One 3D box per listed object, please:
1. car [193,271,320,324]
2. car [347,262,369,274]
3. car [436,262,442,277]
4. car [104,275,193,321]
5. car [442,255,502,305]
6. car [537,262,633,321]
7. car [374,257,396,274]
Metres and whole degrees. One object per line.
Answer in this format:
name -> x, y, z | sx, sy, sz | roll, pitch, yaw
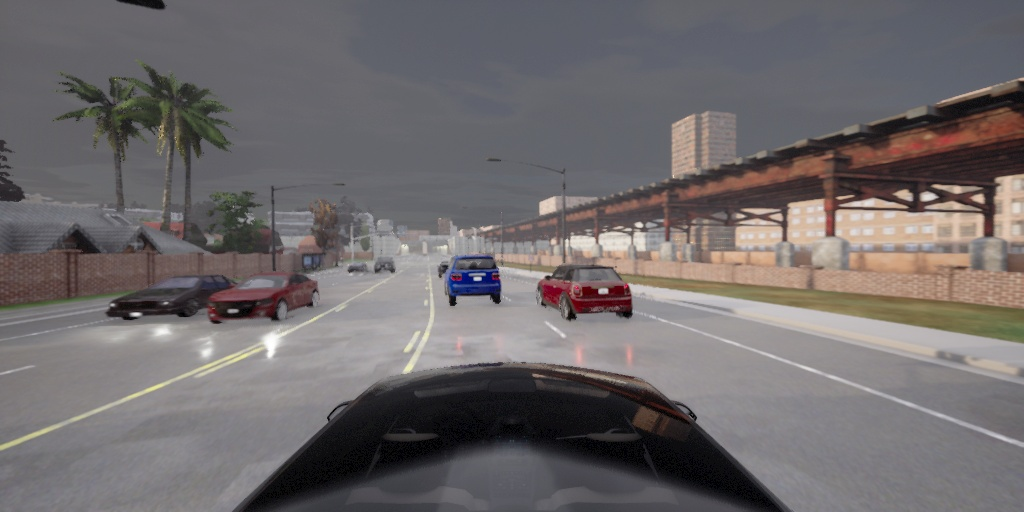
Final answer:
car -> -8.521, 1.322, 12.788 | 1.882, 1.535, 5.008 | -1, 0, -11
car -> -19.804, 1.505, 46.384 | 2.033, 1.411, 5.357 | -1, 0, -13
car -> -6.500, 1.313, 36.264 | 1.837, 1.490, 4.892 | -1, 0, -13
car -> -12.274, 1.439, 13.758 | 2.033, 1.411, 5.357 | -1, 0, -13
car -> -1.931, 0.983, 16.528 | 2.150, 2.045, 5.566 | -1, 0, -13
car -> 2.321, 1.066, 12.668 | 2.097, 1.767, 4.553 | -1, 0, -10
car -> -15.973, 1.134, 45.288 | 2.150, 2.045, 5.566 | -1, 1, -13
